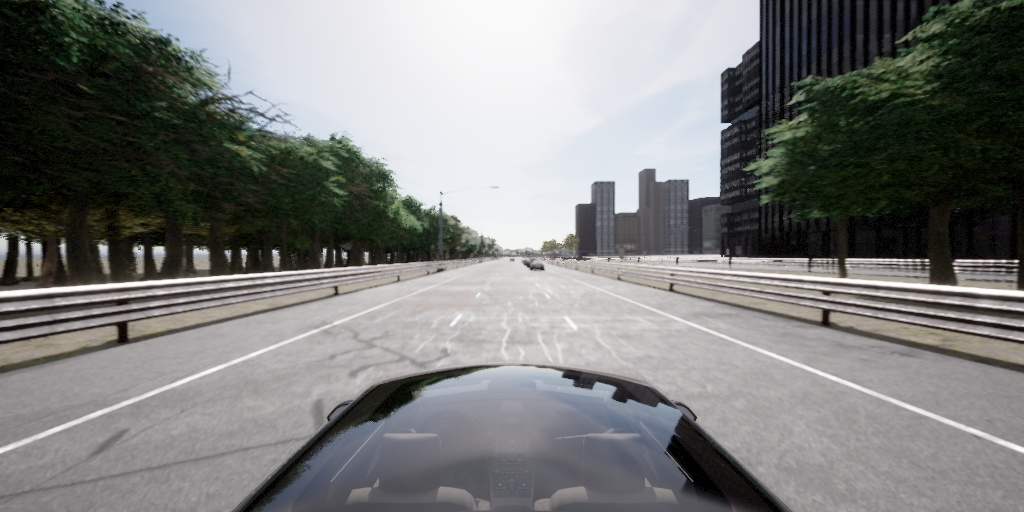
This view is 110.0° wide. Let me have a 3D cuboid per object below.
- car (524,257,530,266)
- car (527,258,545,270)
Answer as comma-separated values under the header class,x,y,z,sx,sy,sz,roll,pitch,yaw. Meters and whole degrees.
class,x,y,z,sx,sy,sz,roll,pitch,yaw
car,3.565,1.193,62.056,2.033,1.649,4.856,0,0,0
car,3.553,1.328,51.057,1.994,1.385,4.181,0,0,0
